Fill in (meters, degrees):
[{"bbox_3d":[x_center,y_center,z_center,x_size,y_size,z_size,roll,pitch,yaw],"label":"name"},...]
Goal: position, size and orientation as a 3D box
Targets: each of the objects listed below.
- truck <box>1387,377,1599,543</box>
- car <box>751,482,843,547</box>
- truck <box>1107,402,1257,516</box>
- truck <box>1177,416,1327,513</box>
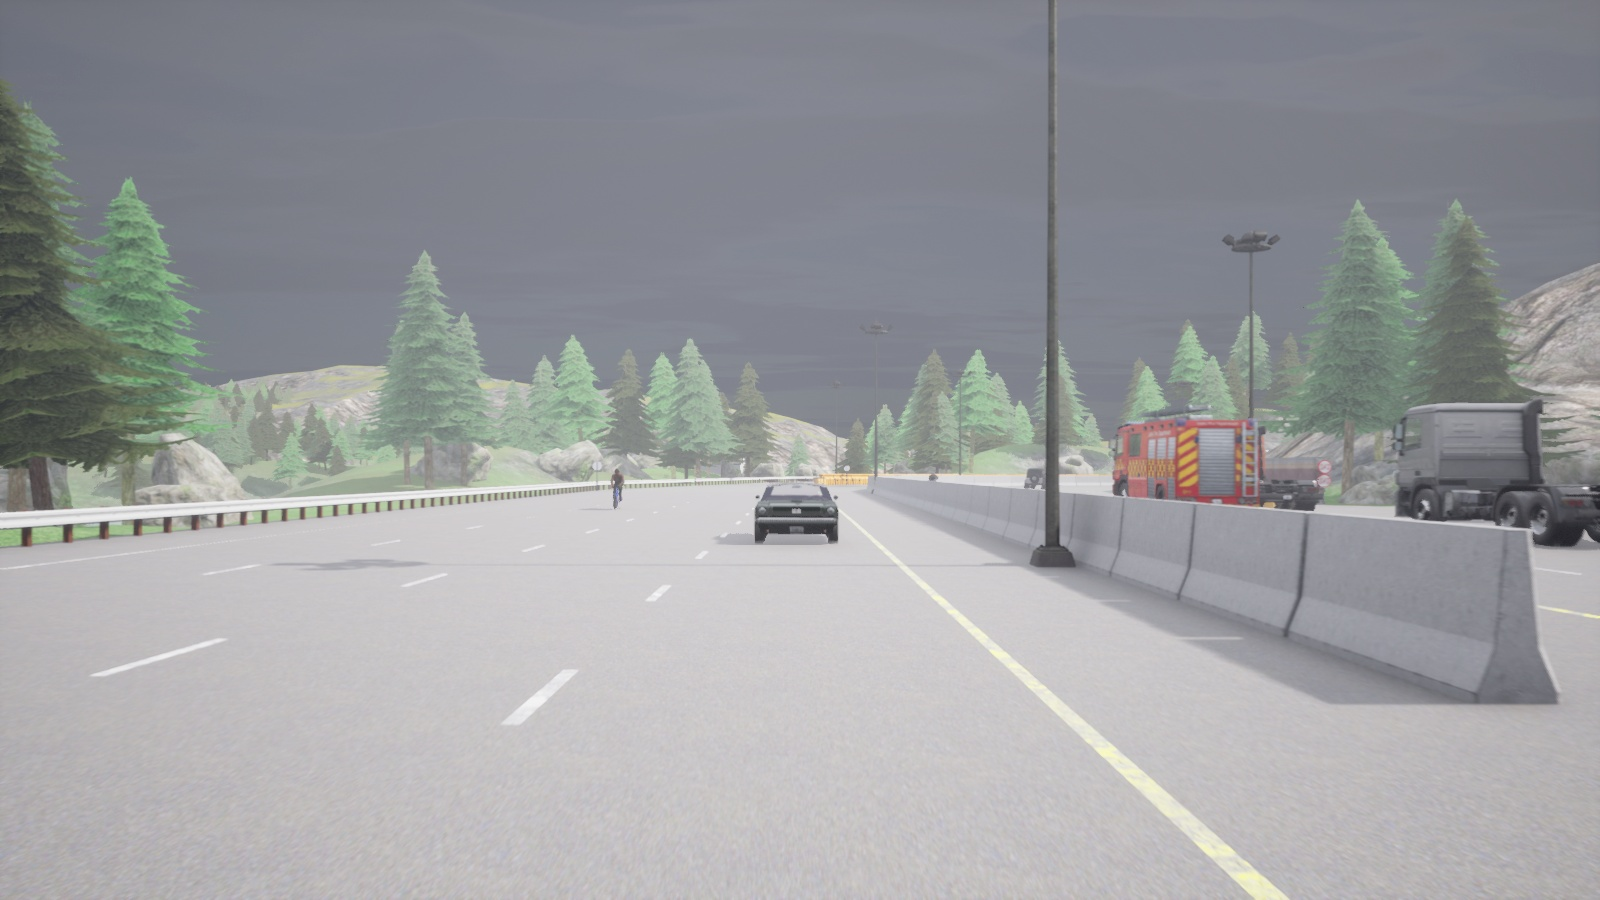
[{"bbox_3d":[17.425,0.268,30.168,2.891,3.462,7.936,0,-1,0],"label":"truck"},{"bbox_3d":[-0.065,1.390,28.332,1.895,1.301,4.718,0,-1,0],"label":"car"},{"bbox_3d":[13.867,0.371,46.416,2.891,3.827,8.468,0,-1,0],"label":"truck"},{"bbox_3d":[17.354,0.581,48.855,2.891,3.462,7.936,0,-1,0],"label":"truck"}]
